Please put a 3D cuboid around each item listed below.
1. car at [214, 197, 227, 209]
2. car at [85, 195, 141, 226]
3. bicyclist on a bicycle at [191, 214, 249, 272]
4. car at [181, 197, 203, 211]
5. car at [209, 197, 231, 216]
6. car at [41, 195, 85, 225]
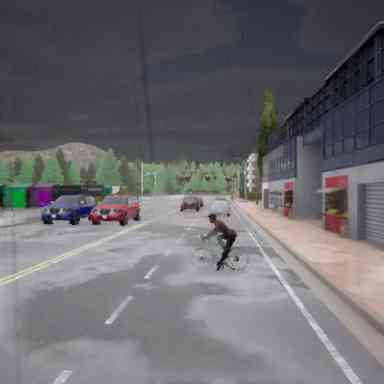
[{"bbox_3d":[4.032,1.503,47.142,1.837,1.490,4.892,0,0,5],"label":"car"},{"bbox_3d":[-5.201,1.222,23.529,2.150,2.045,5.566,0,0,6],"label":"car"},{"bbox_3d":[0.765,1.445,9.421,1.656,1.620,0.582,-2,0,5],"label":"bicyclist on a bicycle"},{"bbox_3d":[-0.111,1.351,39.957,2.097,1.767,4.553,0,0,5],"label":"car"},{"bbox_3d":[2.734,1.525,32.306,1.812,1.442,4.674,0,0,5],"label":"car"},{"bbox_3d":[-8.712,1.222,24.245,2.150,2.045,5.566,0,0,5],"label":"car"}]
